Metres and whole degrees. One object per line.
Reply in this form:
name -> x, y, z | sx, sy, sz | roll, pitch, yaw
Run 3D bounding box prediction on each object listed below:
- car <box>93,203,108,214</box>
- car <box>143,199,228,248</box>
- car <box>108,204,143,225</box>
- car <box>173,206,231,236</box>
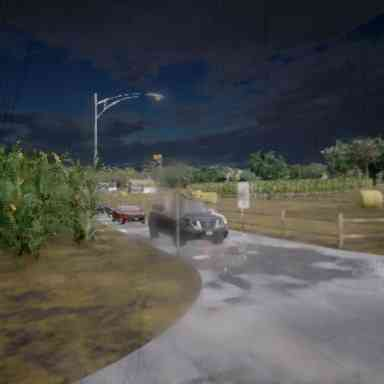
car -> -10.344, 1.883, 38.082 | 1.895, 1.301, 4.718 | 0, 0, -24
car -> -0.428, 1.365, 16.220 | 2.150, 2.045, 5.566 | 0, 0, -25
car -> -5.065, 1.700, 26.408 | 1.882, 1.535, 5.008 | 0, -1, -24
car -> 0.472, 1.702, 20.839 | 1.812, 1.442, 4.674 | 0, 0, -23
